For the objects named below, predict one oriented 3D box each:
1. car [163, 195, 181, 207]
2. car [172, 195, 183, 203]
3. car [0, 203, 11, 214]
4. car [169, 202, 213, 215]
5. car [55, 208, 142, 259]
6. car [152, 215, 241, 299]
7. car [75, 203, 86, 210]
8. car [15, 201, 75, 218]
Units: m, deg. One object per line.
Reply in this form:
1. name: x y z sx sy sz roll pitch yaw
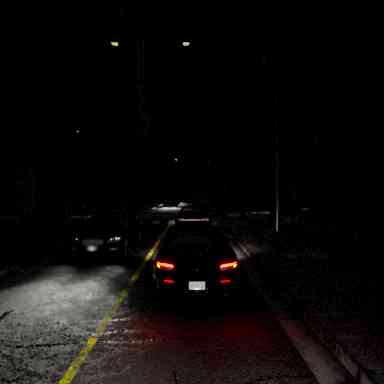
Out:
1. car: -3.109 1.546 49.482 1.994 1.385 4.181 0 0 0
2. car: -3.018 1.472 69.524 2.128 1.511 4.902 0 0 0
3. car: -19.858 1.761 37.433 4.507 1.381 1.887 -1 0 0
4. car: 0.097 1.491 17.671 2.128 1.511 4.902 0 0 1
5. car: -3.105 1.492 12.756 2.128 1.511 4.902 0 0 0
6. car: 0.095 1.526 8.306 1.812 1.442 4.674 0 0 0
7. car: -14.404 1.687 37.465 4.829 1.417 1.752 -1 0 0
8. car: -14.082 1.710 31.541 4.718 1.301 1.895 -1 0 -1
